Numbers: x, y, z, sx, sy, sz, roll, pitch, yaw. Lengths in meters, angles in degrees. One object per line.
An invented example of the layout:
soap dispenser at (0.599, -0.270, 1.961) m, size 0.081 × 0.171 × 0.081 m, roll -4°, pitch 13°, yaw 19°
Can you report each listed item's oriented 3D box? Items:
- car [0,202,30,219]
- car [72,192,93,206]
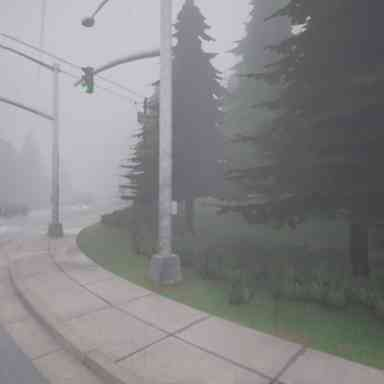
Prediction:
car at (-15.214, 1.475, 27.367) m, size 1.895 × 1.301 × 4.718 m, roll 0°, pitch 0°, yaw -4°
car at (-16.939, 1.021, 51.833) m, size 2.150 × 2.045 × 5.566 m, roll 0°, pitch 0°, yaw -4°
